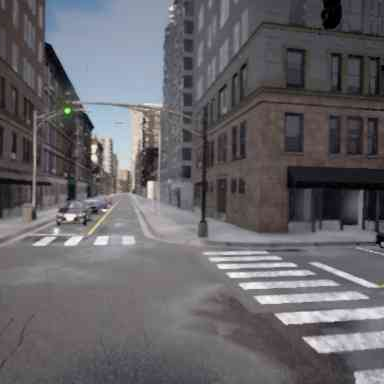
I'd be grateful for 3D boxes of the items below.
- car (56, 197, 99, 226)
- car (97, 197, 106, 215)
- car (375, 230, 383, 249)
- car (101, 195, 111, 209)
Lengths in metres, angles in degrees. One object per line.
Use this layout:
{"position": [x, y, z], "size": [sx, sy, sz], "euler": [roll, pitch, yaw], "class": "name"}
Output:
{"position": [-7.724, 1.329, 22.173], "size": [2.128, 1.511, 4.902], "euler": [1, 0, -11], "class": "car"}
{"position": [-9.461, 1.402, 31.201], "size": [1.895, 1.301, 4.718], "euler": [1, 0, -11], "class": "car"}
{"position": [9.515, 1.693, 13.160], "size": [4.313, 1.339, 1.947], "euler": [1, 0, -11], "class": "car"}
{"position": [-11.324, 1.292, 40.900], "size": [1.812, 1.442, 4.674], "euler": [1, 0, -11], "class": "car"}
